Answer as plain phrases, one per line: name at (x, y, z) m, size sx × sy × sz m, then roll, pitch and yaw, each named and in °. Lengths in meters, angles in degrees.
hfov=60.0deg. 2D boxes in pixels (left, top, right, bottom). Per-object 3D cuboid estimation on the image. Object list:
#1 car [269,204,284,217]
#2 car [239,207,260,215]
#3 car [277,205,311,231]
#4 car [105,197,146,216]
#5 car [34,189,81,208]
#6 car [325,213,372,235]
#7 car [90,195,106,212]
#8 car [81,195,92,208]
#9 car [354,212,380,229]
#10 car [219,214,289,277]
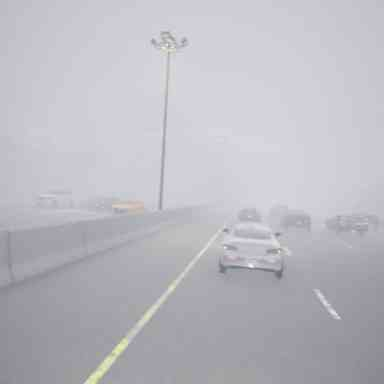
car at (10.254, 2.196, 38.933) m, size 2.097 × 1.767 × 4.553 m, roll 3°, pitch -1°, yaw 10°
car at (5.239, 2.072, 30.358) m, size 1.994 × 1.385 × 4.181 m, roll 3°, pitch 0°, yaw 10°
car at (8.083, 2.111, 26.205) m, size 1.882 × 1.535 × 5.008 m, roll 3°, pitch -1°, yaw 9°
car at (-5.637, 1.387, 30.035) m, size 1.882 × 1.535 × 5.008 m, roll 3°, pitch 0°, yaw 10°
car at (-15.062, 0.667, 36.954) m, size 2.150 × 2.045 × 5.566 m, roll 3°, pitch -1°, yaw 10°
car at (11.392, 2.406, 24.853) m, size 1.895 × 1.301 × 4.718 m, roll 3°, pitch 0°, yaw 10°
car at (-8.349, 1.303, 34.858) m, size 1.837 × 1.490 × 4.892 m, roll 3°, pitch -1°, yaw 10°
car at (-11.236, 1.157, 38.598) m, size 2.128 × 1.511 × 4.902 m, roll 3°, pitch 0°, yaw 10°
car at (16.065, 2.614, 31.459) m, size 1.837 × 1.490 × 4.892 m, roll 3°, pitch 0°, yaw 10°
car at (1.950, 1.713, 11.001) m, size 1.812 × 1.442 × 4.674 m, roll 3°, pitch 0°, yaw 10°
